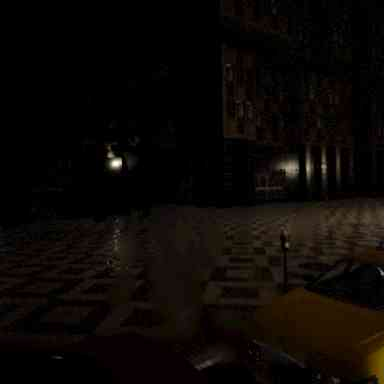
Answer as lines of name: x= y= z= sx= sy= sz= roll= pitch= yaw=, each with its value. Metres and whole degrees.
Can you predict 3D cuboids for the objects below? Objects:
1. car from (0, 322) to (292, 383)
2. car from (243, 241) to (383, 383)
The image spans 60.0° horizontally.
car: x=-1.852 y=1.569 z=1.200 sx=4.507 sy=1.381 sz=1.887 roll=-2 pitch=1 yaw=-36
car: x=2.608 y=1.394 z=4.427 sx=4.829 sy=1.417 sz=1.752 roll=-2 pitch=1 yaw=-36
